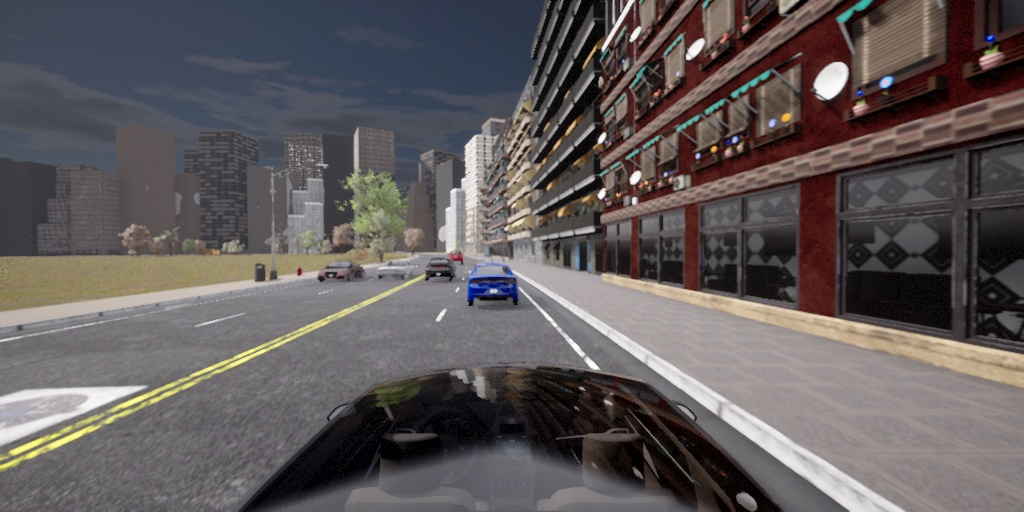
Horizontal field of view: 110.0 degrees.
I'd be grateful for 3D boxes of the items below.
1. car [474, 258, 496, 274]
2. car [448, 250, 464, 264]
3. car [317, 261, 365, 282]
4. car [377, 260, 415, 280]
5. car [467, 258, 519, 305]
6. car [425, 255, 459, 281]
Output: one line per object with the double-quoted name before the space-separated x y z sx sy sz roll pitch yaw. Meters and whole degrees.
"car" -2.601 0.860 33.530 1.895 1.301 4.718 0 1 -6
"car" -8.540 0.178 54.710 2.150 2.045 5.566 0 0 -8
"car" -11.679 1.010 24.759 1.994 1.385 4.181 0 1 -6
"car" -8.610 0.998 26.799 1.895 1.301 4.718 0 1 -6
"car" -0.825 1.022 14.893 1.882 1.535 5.008 0 1 -4
"car" -5.036 0.900 25.705 1.837 1.490 4.892 0 1 -6
